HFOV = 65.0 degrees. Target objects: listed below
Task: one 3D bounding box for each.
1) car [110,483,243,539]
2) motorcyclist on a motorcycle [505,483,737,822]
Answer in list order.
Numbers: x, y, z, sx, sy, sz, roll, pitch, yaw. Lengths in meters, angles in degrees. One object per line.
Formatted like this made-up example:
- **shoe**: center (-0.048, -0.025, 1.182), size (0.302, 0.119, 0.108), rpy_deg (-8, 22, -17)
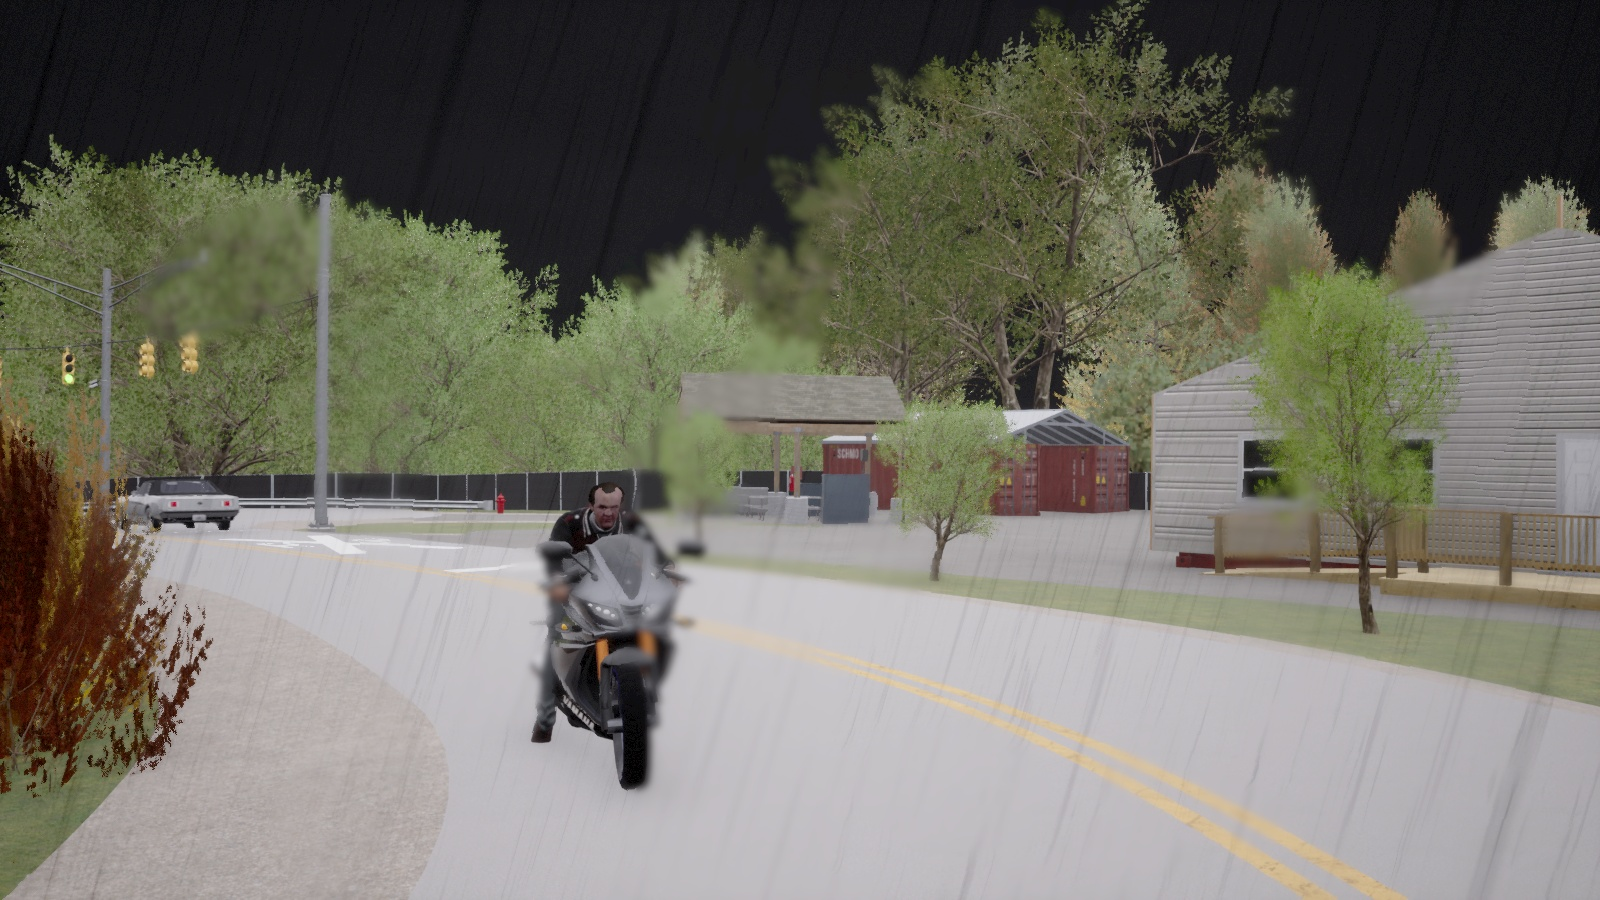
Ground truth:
- **car**: center (-15.987, 1.534, 32.081), size (1.895, 1.301, 4.718), rpy_deg (0, -2, -41)
- **motorcyclist on a motorcycle**: center (-1.077, 0.965, 6.968), size (0.866, 1.530, 2.191), rpy_deg (0, -1, -19)
